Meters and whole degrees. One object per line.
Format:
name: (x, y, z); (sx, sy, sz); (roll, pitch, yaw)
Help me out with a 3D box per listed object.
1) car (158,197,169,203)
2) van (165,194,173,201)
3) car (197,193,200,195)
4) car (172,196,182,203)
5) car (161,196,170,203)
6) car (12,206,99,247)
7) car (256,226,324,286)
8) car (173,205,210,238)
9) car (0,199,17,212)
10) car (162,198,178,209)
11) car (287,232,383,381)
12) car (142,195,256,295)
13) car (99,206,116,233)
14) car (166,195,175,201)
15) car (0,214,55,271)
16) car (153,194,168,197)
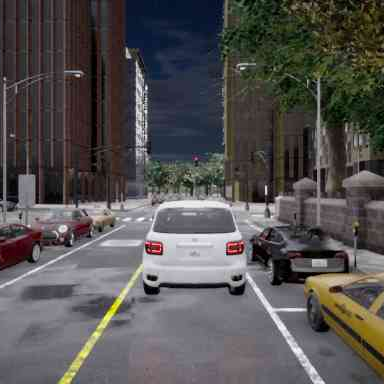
car: (-5.828, 1.633, 68.450); (1.802, 1.307, 4.206); (0, 0, 0)
van: (-5.844, 1.410, 84.763); (1.690, 1.788, 3.998); (0, 0, 0)
car: (2.687, 1.607, 79.333); (1.887, 1.381, 4.507); (0, 0, 0)
car: (-3.066, 1.616, 69.232); (1.994, 1.385, 4.181); (0, 0, 0)
car: (-5.833, 1.582, 73.717); (1.752, 1.417, 4.829); (0, 0, 0)
car: (-5.778, 1.447, 14.710); (1.967, 1.590, 4.097); (0, 0, 0)
car: (2.752, 1.570, 9.263); (1.947, 1.339, 4.313); (0, 0, 0)
car: (0.006, 1.535, 18.498); (1.812, 1.442, 4.674); (0, 0, 0)
car: (-19.171, 1.175, 31.610); (4.892, 1.490, 1.837); (1, 0, 0)
car: (-3.141, 1.596, 48.139); (1.994, 1.385, 4.181); (0, 0, 0)
car: (2.757, 1.527, 3.976); (1.752, 1.417, 4.829); (0, 0, 0)
car: (0.058, 1.226, 8.853); (2.150, 2.045, 5.566); (0, 0, 0)
car: (-5.783, 1.536, 19.997); (1.752, 1.417, 4.829); (0, 0, 0)
car: (-5.849, 1.626, 90.200); (2.008, 1.369, 4.403); (0, 0, 0)
car: (-5.773, 1.549, 9.253); (1.887, 1.381, 4.507); (0, 0, 0)
car: (-5.819, 1.355, 57.575); (2.192, 1.841, 5.009); (0, 0, 0)
